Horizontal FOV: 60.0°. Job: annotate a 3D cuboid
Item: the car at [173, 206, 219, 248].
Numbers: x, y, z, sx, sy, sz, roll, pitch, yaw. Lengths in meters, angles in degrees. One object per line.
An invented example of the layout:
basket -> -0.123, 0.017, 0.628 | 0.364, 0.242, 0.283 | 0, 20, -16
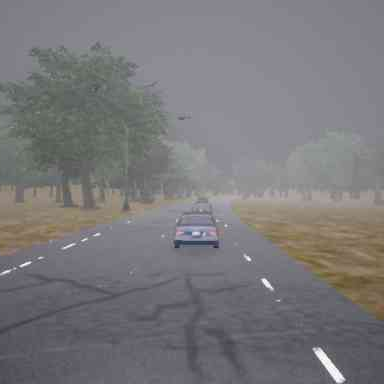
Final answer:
car -> 0.224, 1.553, 14.579 | 2.033, 1.411, 5.357 | 0, 0, 2

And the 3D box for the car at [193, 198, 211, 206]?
car -> 0.897, 1.545, 29.525 | 2.033, 1.411, 5.357 | 0, 0, 3

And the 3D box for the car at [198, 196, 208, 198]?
car -> 2.484, 1.472, 76.903 | 1.895, 1.301, 4.718 | 0, 0, 8
